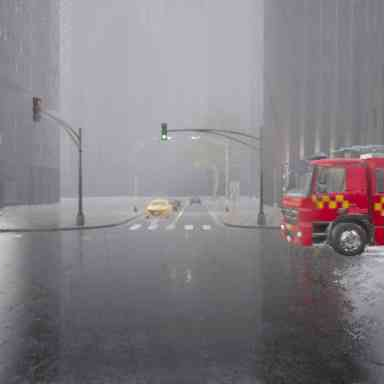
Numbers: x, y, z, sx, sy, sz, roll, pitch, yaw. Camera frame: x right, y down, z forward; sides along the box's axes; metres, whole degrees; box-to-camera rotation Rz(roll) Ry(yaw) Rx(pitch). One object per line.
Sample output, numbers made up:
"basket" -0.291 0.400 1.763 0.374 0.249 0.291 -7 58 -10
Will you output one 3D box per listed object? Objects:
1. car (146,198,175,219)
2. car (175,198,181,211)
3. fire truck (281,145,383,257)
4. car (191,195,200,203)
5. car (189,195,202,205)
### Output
"car" -2.817 1.464 29.327 1.882 1.535 5.008 0 0 1
"car" -2.695 1.544 39.307 1.994 1.385 4.181 0 0 1
"fire truck" 7.880 0.257 12.501 8.468 3.827 2.891 0 1 0
"car" 0.718 1.400 68.995 1.837 1.490 4.892 0 0 1
"car" 0.601 1.445 58.572 1.837 1.490 4.892 0 0 1
